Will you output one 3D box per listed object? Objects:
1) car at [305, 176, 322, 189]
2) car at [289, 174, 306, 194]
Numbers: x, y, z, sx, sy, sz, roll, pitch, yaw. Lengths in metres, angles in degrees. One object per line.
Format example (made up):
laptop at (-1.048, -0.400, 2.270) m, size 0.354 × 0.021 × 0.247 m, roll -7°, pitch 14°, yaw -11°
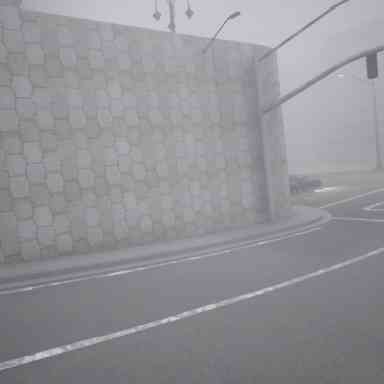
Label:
car at (9.639, -0.906, 30.415) m, size 1.994 × 1.385 × 4.181 m, roll -10°, pitch 6°, yaw -34°
car at (6.818, -0.602, 28.352) m, size 2.097 × 1.767 × 4.553 m, roll -10°, pitch 6°, yaw -35°
